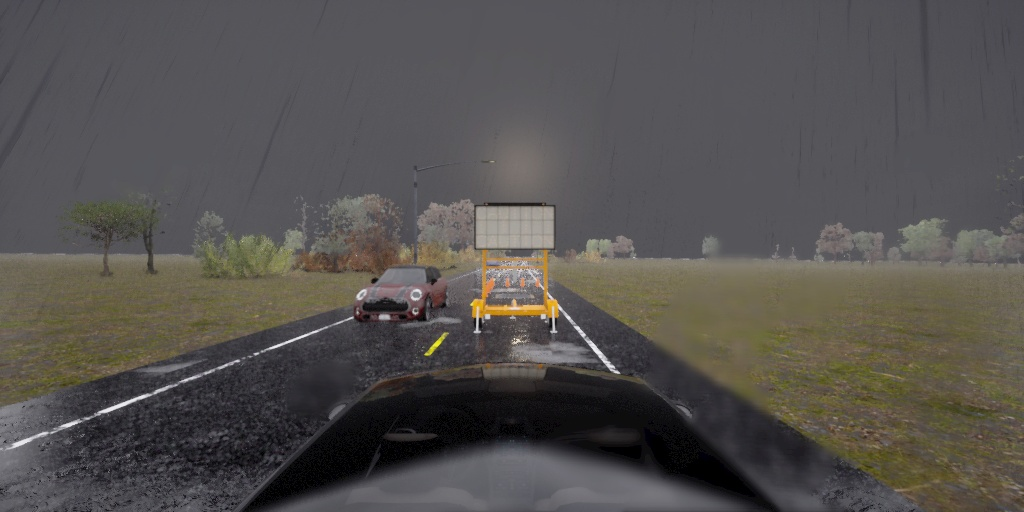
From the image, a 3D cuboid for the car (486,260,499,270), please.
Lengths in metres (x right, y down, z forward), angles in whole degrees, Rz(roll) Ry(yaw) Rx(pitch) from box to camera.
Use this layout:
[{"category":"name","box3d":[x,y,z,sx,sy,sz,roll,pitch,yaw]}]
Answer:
[{"category":"car","box3d":[-2.969,1.259,53.115,1.882,1.535,5.008,0,0,1]}]

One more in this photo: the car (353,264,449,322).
[{"category":"car","box3d":[-3.515,1.106,12.179,2.097,1.767,4.553,0,0,1]}]

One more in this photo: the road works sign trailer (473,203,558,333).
[{"category":"road works sign trailer","box3d":[0.087,0.218,10.749,2.380,3.560,2.880,0,0,0]}]
